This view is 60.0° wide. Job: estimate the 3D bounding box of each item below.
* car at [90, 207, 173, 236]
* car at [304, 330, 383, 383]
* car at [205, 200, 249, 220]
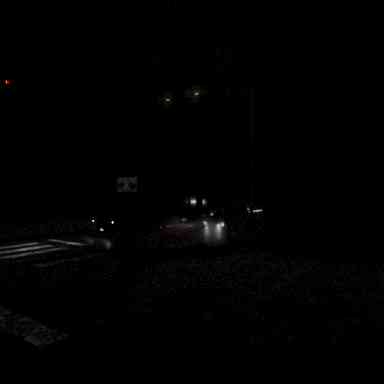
[{"bbox_3d":[-3.168,1.535,18.159,1.895,1.301,4.718,0,0,35],"label":"car"},{"bbox_3d":[2.757,1.315,0.841,5.009,1.841,2.192,0,0,35],"label":"car"},{"bbox_3d":[2.878,1.381,26.673,2.128,1.511,4.902,0,0,35],"label":"car"}]
